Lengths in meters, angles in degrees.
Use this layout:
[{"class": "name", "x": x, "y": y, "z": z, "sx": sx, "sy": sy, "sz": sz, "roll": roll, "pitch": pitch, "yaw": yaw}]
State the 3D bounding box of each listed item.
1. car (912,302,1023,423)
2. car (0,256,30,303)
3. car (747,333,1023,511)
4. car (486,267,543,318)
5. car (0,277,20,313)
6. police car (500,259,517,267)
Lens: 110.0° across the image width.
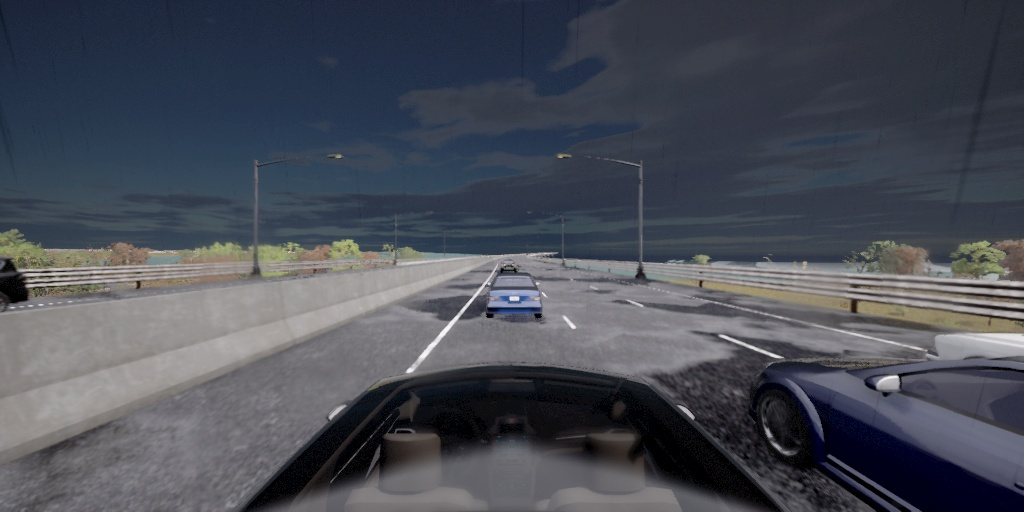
[{"class": "car", "x": 7.092, "y": 1.349, "z": 3.142, "sx": 1.895, "sy": 1.301, "sz": 4.718, "roll": 0, "pitch": 0, "yaw": 0}, {"class": "car", "x": -17.564, "y": 0.977, "z": 9.830, "sx": 2.150, "sy": 2.045, "sz": 5.566, "roll": 0, "pitch": 0, "yaw": 0}, {"class": "car", "x": 3.590, "y": 1.313, "z": 2.241, "sx": 1.994, "sy": 1.385, "sz": 4.181, "roll": 0, "pitch": 0, "yaw": 0}, {"class": "car", "x": 0.052, "y": 1.296, "z": 13.018, "sx": 2.033, "sy": 1.411, "sz": 5.357, "roll": 0, "pitch": 0, "yaw": 0}, {"class": "car", "x": -14.076, "y": 1.318, "z": 7.381, "sx": 1.994, "sy": 1.385, "sz": 4.181, "roll": 0, "pitch": 0, "yaw": 0}, {"class": "police car", "x": -0.433, "y": 1.221, "z": 43.933, "sx": 2.038, "sy": 1.542, "sz": 4.974, "roll": 0, "pitch": 0, "yaw": -1}]
